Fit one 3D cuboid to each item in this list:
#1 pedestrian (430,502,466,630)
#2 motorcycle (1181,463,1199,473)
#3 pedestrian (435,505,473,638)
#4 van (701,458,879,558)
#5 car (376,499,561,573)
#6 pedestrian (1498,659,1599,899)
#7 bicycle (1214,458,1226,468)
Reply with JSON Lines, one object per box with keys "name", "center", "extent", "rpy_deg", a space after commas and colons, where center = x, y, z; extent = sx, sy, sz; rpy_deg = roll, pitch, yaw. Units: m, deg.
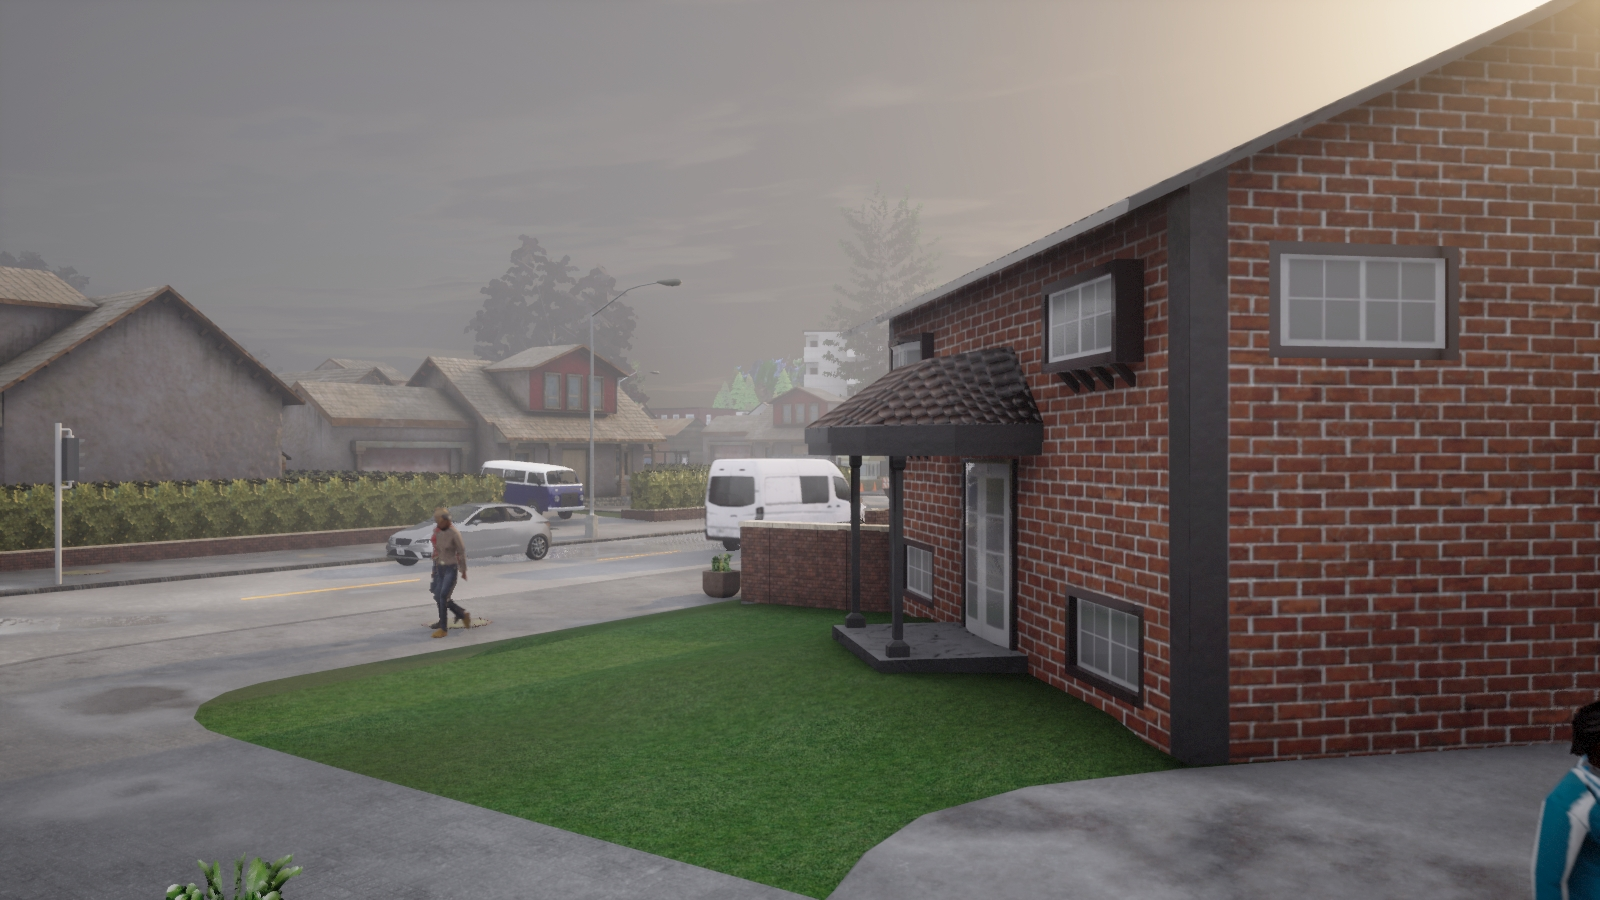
{"name": "pedestrian", "center": [-5.269, 1.725, 17.097], "extent": [0.375, 1.860, 0.375], "rpy_deg": [0, 0, 41]}
{"name": "motorcycle", "center": [47.455, 2.161, 139.026], "extent": [2.033, 1.199, 0.803], "rpy_deg": [0, 0, 35]}
{"name": "pedestrian", "center": [-4.989, 1.736, 16.492], "extent": [0.375, 1.860, 0.375], "rpy_deg": [0, 0, 34]}
{"name": "van", "center": [-0.155, 1.522, 32.541], "extent": [1.988, 2.561, 5.915], "rpy_deg": [0, 0, 35]}
{"name": "car", "center": [-8.091, 2.051, 28.194], "extent": [1.816, 1.474, 4.193], "rpy_deg": [0, 0, 34]}
{"name": "pedestrian", "center": [2.873, 1.745, 4.207], "extent": [0.375, 1.860, 0.375], "rpy_deg": [0, 0, -27]}
{"name": "bicycle", "center": [65.395, 2.030, 177.932], "extent": [1.835, 1.471, 0.329], "rpy_deg": [0, 0, 35]}
